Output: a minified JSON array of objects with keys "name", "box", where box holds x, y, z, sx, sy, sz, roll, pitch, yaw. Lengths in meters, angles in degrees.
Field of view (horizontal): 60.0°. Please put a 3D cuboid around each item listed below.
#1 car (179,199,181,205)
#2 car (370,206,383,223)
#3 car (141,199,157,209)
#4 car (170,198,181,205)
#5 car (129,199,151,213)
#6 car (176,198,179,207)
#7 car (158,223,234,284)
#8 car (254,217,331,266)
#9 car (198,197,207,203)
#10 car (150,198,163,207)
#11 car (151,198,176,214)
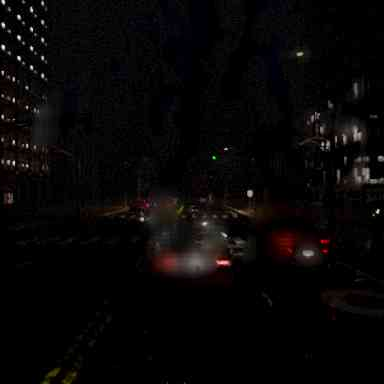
[{"name":"car","box":[-3.349,1.880,58.409,2.128,1.511,4.902,0,0,0]},{"name":"car","box":[17.017,1.483,25.964,5.566,2.045,2.150,0,0,3]},{"name":"car","box":[-6.610,1.875,51.443,1.812,1.442,4.674,0,0,0]},{"name":"car","box":[-3.353,2.009,68.442,1.994,1.385,4.181,0,0,-1]},{"name":"car","box":[-6.608,1.768,41.523,1.882,1.535,5.008,0,0,0]},{"name":"car","box":[-3.356,1.838,48.790,1.837,1.490,4.892,0,0,0]},{"name":"car","box":[0.098,1.621,9.775,2.033,1.411,5.357,0,0,0]},{"name":"car","box":[3.391,1.614,11.851,1.812,1.442,4.674,0,0,1]},{"name":"car","box":[2.625,2.035,82.118,1.812,1.442,4.674,0,0,-4]},{"name":"car","box":[-6.601,1.913,61.808,1.837,1.490,4.892,0,0,0]},{"name":"car","box":[-3.355,1.632,39.899,2.097,1.767,4.553,0,0,0]}]
